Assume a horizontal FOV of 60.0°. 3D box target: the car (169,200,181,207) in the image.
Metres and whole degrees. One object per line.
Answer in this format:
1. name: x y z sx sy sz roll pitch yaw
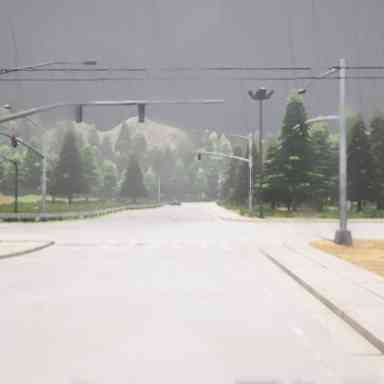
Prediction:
1. car: -3.309 2.192 66.042 1.994 1.385 4.181 0 -1 2
